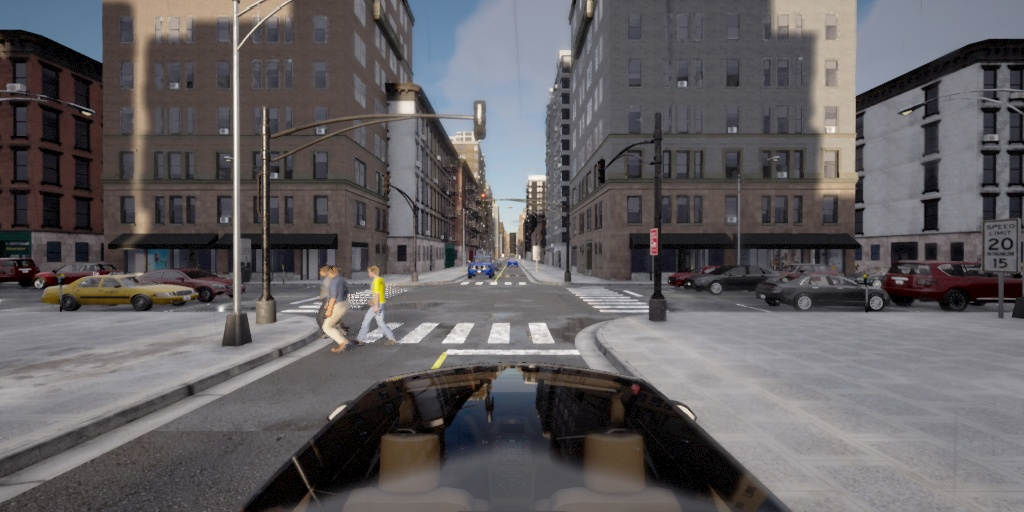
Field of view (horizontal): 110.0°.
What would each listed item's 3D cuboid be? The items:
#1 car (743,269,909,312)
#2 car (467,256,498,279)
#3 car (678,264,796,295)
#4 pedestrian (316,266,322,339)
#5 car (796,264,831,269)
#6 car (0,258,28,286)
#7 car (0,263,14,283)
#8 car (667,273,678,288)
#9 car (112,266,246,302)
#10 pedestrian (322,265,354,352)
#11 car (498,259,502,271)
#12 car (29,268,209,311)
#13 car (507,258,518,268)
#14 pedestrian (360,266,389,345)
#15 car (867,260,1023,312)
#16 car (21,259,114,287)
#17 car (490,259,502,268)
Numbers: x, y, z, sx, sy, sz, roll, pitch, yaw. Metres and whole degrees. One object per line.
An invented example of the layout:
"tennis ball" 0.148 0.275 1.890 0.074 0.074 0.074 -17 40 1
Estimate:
"car" 11.785 1.325 13.709 4.403 1.370 2.007 0 0 0
"car" -2.791 0.976 33.448 2.150 2.045 5.566 0 0 0
"car" 11.910 1.253 19.191 4.892 1.490 1.837 0 0 0
"pedestrian" -4.379 1.044 8.549 0.375 1.860 0.375 0 0 0
"car" 17.215 1.177 21.720 4.097 1.591 1.967 0 0 0
"car" -32.025 1.041 21.850 5.009 1.841 2.192 0 0 0
"car" -26.763 1.246 16.345 4.902 1.511 2.128 0 0 0
"car" 11.806 1.281 21.734 4.507 1.381 1.888 0 0 0
"car" -14.784 1.282 16.294 4.674 1.442 1.812 0 0 0
"pedestrian" -3.556 1.044 7.340 0.375 1.860 0.375 0 0 0
"car" -2.748 1.324 47.083 1.994 1.385 4.181 0 0 1
"car" -14.891 1.293 13.780 4.829 1.417 1.751 0 0 0
"car" 0.110 1.247 63.210 1.882 1.535 5.008 0 0 0
"pedestrian" -3.052 1.043 7.946 0.375 1.860 0.375 0 0 0
"car" 17.194 1.091 13.695 5.009 1.841 2.192 0 0 0
"car" -26.363 1.167 21.835 4.097 1.591 1.967 0 0 0
"car" -2.702 1.274 61.541 1.837 1.490 4.892 0 -1 1
